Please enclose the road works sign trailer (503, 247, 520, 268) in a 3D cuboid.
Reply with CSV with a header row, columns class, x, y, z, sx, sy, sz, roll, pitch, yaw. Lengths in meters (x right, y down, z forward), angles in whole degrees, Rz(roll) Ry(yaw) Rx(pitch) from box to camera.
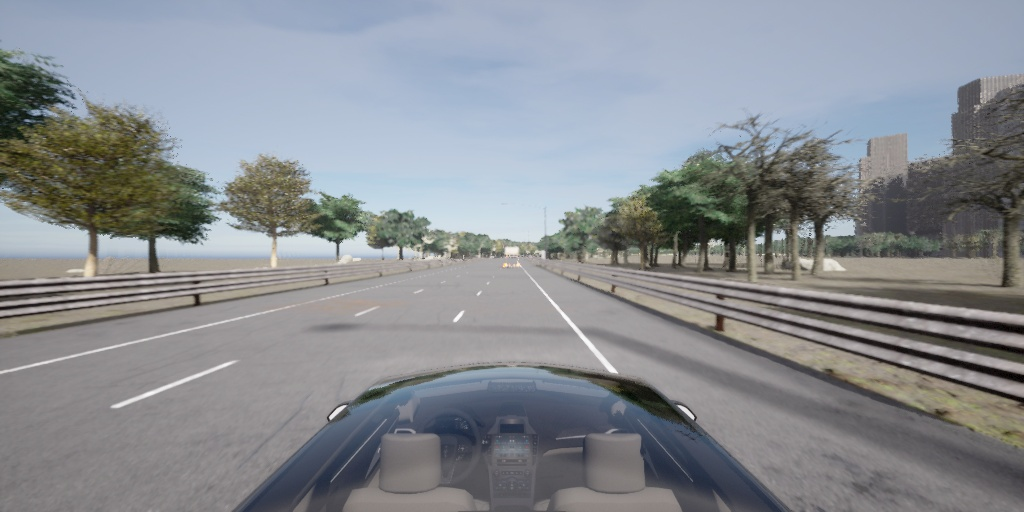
class,x,y,z,sx,sy,sz,roll,pitch,yaw
road works sign trailer,0.002,0.192,58.379,2.380,3.560,2.880,0,0,0
